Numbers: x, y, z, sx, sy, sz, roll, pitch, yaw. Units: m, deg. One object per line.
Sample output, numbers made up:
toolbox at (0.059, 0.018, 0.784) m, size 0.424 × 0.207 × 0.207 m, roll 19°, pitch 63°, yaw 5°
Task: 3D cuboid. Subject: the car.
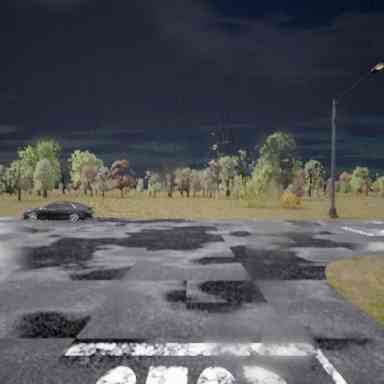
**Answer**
car at (-9.501, 1.416, 23.801) m, size 4.892 × 1.490 × 1.837 m, roll 1°, pitch 1°, yaw 0°
